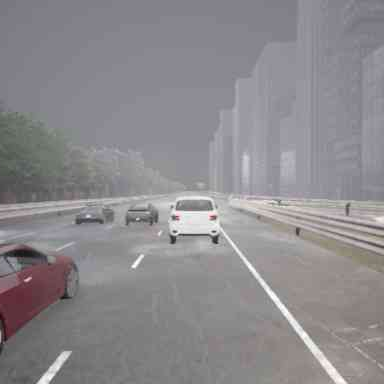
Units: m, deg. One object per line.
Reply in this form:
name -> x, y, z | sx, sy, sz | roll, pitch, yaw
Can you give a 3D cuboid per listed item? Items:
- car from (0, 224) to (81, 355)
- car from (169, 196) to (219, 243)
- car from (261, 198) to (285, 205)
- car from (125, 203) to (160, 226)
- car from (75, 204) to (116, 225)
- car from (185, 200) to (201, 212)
car -> -3.400, 1.526, 5.410 | 1.812, 1.442, 4.674 | 0, 0, 0
car -> 0.100, 1.225, 16.213 | 2.150, 2.045, 5.566 | 0, 0, 0
car -> 11.544, 1.581, 48.172 | 2.128, 1.511, 4.902 | 0, 0, -15
car -> -3.400, 1.498, 23.286 | 2.128, 1.511, 4.902 | 0, 0, 0
car -> -6.901, 1.571, 24.145 | 1.994, 1.385, 4.181 | 0, 0, 0
car -> 0.097, 1.623, 40.609 | 1.895, 1.301, 4.718 | 0, 0, 0
